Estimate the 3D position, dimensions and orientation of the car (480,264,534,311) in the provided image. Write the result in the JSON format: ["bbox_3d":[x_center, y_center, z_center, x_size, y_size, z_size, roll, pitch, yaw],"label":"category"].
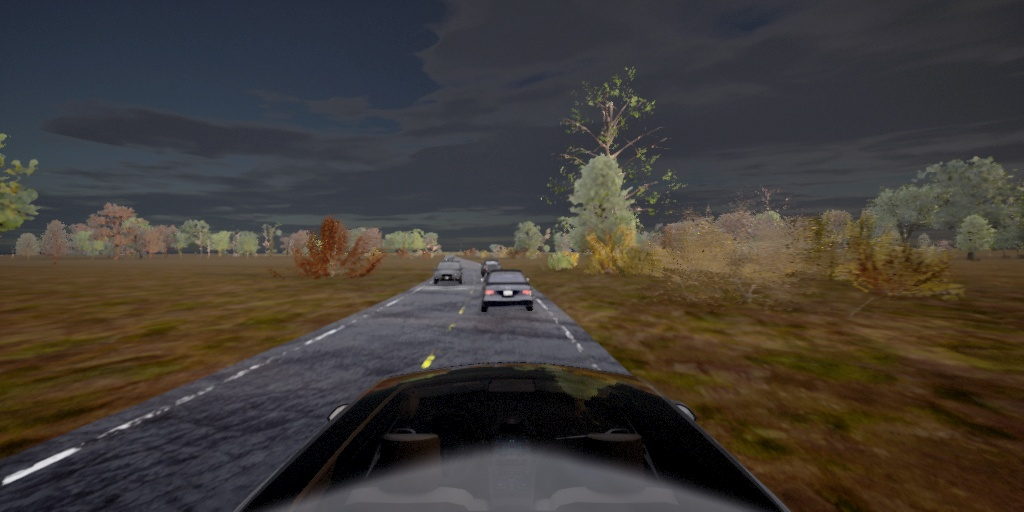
[{"bbox_3d":[-0.248,1.198,13.875,2.033,1.411,5.357,0,0,-3],"label":"car"}]

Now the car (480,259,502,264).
[{"bbox_3d":[-1.899,1.030,32.847,1.812,1.442,4.674,0,0,-7],"label":"car"}]

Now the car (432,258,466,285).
[{"bbox_3d":[-4.209,1.083,24.403,1.837,1.490,4.892,0,0,-5],"label":"car"}]
